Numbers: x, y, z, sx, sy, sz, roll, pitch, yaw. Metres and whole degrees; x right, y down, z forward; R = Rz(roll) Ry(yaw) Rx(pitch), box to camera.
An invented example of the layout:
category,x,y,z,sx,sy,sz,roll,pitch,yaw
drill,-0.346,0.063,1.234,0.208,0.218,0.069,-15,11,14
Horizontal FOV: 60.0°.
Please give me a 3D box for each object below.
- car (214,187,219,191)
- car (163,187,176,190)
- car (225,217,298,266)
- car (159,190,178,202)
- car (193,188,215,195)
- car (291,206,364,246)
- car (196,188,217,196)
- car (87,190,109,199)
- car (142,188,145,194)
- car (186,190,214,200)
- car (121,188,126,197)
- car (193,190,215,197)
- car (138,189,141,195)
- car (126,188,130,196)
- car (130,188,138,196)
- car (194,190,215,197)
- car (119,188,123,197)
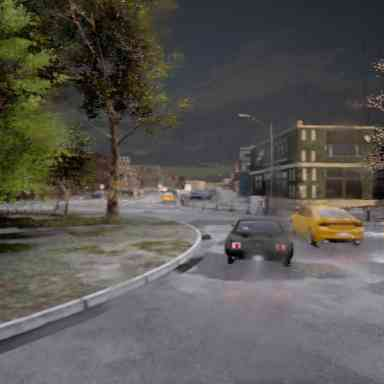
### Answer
category,x,y,z,sx,sy,sz,roll,pitch,yaw
car,3.387,0.075,84.622,5.566,2.045,2.435,0,1,5
car,-4.803,0.127,80.239,2.150,2.045,5.566,0,1,5
car,2.249,1.509,11.305,1.895,1.301,4.718,1,1,11
car,-3.805,0.859,54.659,1.882,1.535,5.008,0,1,1
car,1.811,0.548,68.022,4.553,1.767,2.185,0,1,5
car,5.766,1.355,14.813,1.882,1.535,5.008,0,1,3
car,3.867,-0.048,90.285,5.566,2.045,2.435,0,1,5
car,-18.594,0.452,66.332,4.553,1.767,2.185,0,1,5
car,-16.302,0.080,91.048,5.008,1.535,2.097,0,1,5
car,1.235,0.790,62.620,4.792,1.488,2.163,0,1,5
car,-17.817,0.301,74.570,4.553,1.767,2.185,0,1,5
car,2.837,0.444,79.224,5.008,1.535,2.097,0,1,5
car,-16.630,0.195,85.540,5.366,1.575,1.946,0,1,5
car,-17.596,0.373,77.326,4.892,1.521,2.231,0,1,5
car,-17.100,0.003,82.810,5.566,2.045,2.435,0,1,5
car,3.100,0.388,81.865,4.892,1.521,2.231,0,1,5
car,-18.105,0.518,71.831,4.674,1.452,2.002,0,1,5
